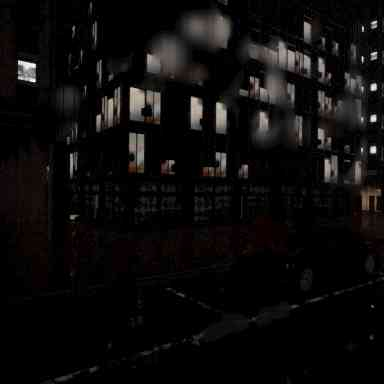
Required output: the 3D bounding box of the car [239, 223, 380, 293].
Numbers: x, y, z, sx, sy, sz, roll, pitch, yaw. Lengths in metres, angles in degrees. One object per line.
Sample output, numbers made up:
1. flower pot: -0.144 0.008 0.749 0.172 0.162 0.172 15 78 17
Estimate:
1. car: 3.239 1.546 8.861 4.507 1.381 1.887 0 1 -36
